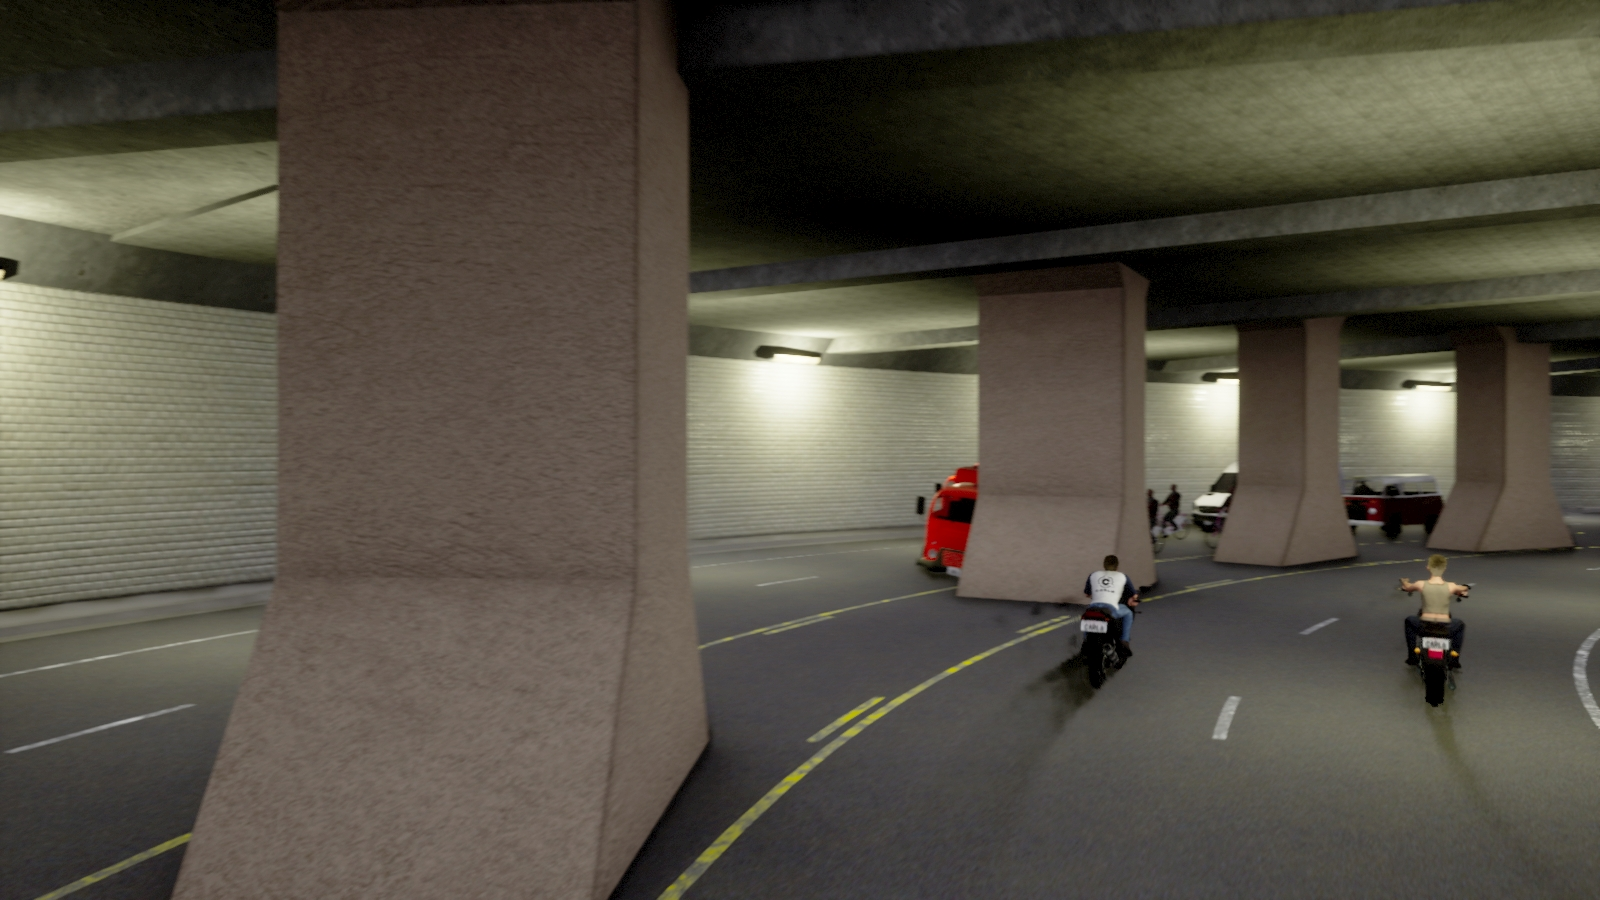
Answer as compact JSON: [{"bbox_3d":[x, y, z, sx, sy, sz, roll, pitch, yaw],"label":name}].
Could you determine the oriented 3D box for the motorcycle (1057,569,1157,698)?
[{"bbox_3d":[3.777,2.179,13.948,0.803,1.224,2.033,1,0,26],"label":"motorcycle"}]

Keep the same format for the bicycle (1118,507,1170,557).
[{"bbox_3d":[9.233,2.185,30.649,1.835,1.251,0.329,0,0,-38],"label":"bicycle"}]

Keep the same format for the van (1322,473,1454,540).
[{"bbox_3d":[19.688,1.814,38.210,4.480,2.038,2.069,0,0,-35],"label":"van"}]

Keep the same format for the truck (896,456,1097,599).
[{"bbox_3d":[4.800,1.674,27.228,2.627,2.467,5.204,8,8,33],"label":"truck"}]

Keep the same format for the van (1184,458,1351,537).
[{"bbox_3d":[16.128,1.560,39.347,5.915,2.561,1.988,0,0,-28],"label":"van"}]

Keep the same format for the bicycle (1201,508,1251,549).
[{"bbox_3d":[12.280,2.252,32.919,1.835,1.126,0.329,0,0,-33],"label":"bicycle"}]
